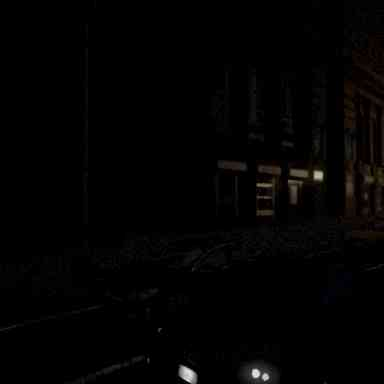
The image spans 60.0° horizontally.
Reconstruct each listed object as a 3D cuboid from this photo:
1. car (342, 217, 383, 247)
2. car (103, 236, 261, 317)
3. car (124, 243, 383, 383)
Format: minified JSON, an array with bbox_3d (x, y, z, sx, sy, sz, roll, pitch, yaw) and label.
[{"bbox_3d":[8.366,1.834,14.909,4.829,1.417,1.752,1,-1,-42],"label":"car"},{"bbox_3d":[0.199,1.718,7.423,4.403,1.369,2.008,1,-1,-42],"label":"car"},{"bbox_3d":[1.424,1.669,4.676,4.181,1.385,1.994,1,-2,-42],"label":"car"}]
